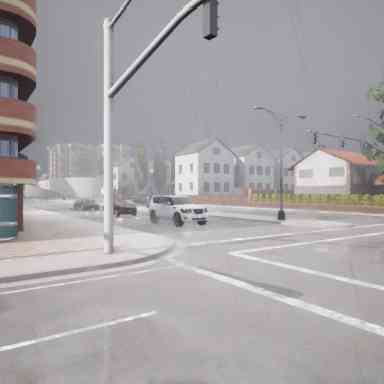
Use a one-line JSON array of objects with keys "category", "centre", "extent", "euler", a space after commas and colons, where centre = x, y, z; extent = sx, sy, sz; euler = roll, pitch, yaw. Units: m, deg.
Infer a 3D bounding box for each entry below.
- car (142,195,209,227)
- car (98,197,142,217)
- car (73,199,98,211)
[{"category": "car", "centre": [-1.094, 1.221, 23.488], "extent": [2.150, 2.045, 5.566], "euler": [0, 0, -35]}, {"category": "car", "centre": [-7.002, 1.476, 32.027], "extent": [1.882, 1.535, 5.008], "euler": [0, 0, -34]}, {"category": "car", "centre": [-13.047, 1.547, 40.786], "extent": [2.033, 1.411, 5.357], "euler": [0, 0, -35]}]
